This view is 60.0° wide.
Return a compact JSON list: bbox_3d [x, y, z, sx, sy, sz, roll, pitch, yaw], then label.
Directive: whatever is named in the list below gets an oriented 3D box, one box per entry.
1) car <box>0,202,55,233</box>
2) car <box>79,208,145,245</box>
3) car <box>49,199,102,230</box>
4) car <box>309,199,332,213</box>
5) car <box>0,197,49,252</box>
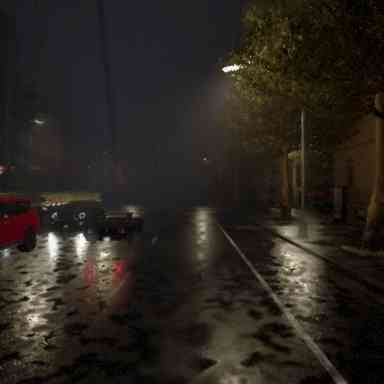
[{"bbox_3d":[-10.461,1.460,20.349,2.128,1.511,4.902,0,0,0],"label":"car"},{"bbox_3d":[-3.369,1.578,15.403,1.895,1.301,4.718,0,0,0],"label":"car"},{"bbox_3d":[-6.953,1.318,20.631,2.097,1.767,4.553,0,0,1],"label":"car"},{"bbox_3d":[15.975,1.555,37.892,4.718,1.301,1.895,0,0,1],"label":"car"},{"bbox_3d":[-7.059,1.203,10.857,2.150,2.045,5.566,0,0,0],"label":"car"}]
